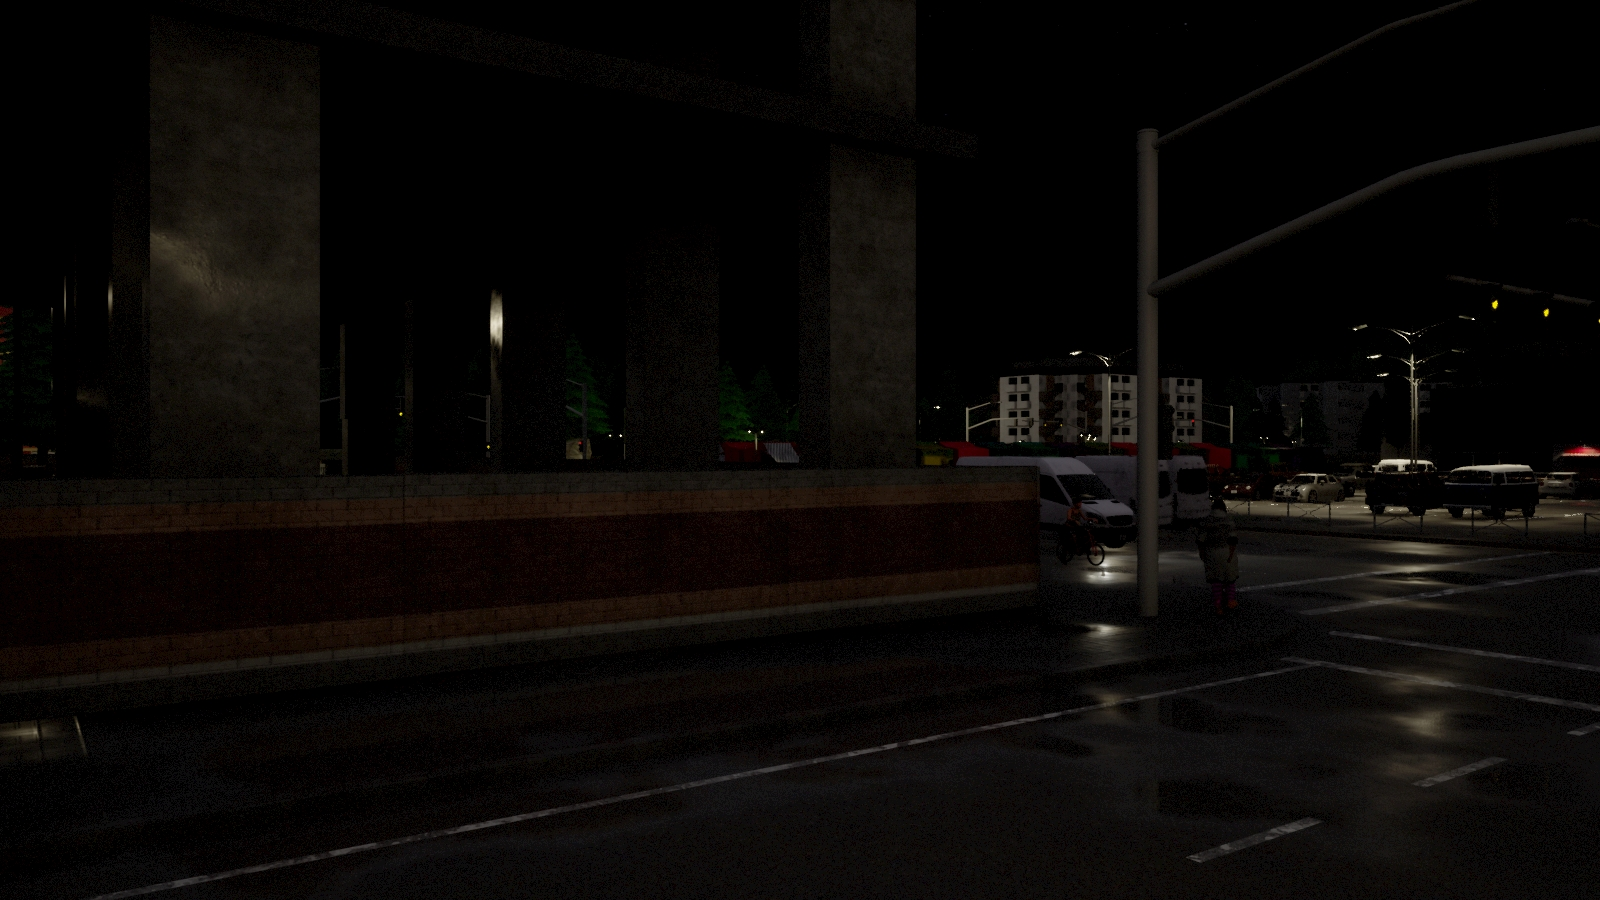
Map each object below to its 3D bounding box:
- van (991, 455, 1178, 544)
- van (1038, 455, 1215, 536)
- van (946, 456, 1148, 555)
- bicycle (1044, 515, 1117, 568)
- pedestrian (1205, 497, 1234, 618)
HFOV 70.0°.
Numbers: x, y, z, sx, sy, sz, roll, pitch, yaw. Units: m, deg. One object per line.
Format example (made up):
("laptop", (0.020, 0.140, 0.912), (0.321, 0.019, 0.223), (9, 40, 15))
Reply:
("van", (8.904, 1.469, 36.413), (1.988, 2.561, 5.915), (0, 0, -35))
("van", (11.102, 1.465, 39.369), (1.988, 2.561, 5.915), (0, 0, -35))
("van", (6.983, 1.470, 33.056), (1.988, 2.561, 5.915), (0, 0, -35))
("bicycle", (6.706, 2.169, 27.364), (0.859, 1.126, 1.487), (0, 0, -35))
("pedestrian", (6.608, 1.685, 17.990), (0.375, 1.860, 0.375), (0, 0, 31))
